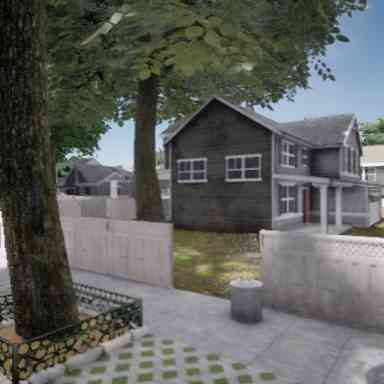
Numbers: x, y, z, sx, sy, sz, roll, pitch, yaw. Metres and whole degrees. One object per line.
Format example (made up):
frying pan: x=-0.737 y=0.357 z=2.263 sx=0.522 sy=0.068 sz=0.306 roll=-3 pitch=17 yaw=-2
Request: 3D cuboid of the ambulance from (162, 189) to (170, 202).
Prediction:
ambulance: x=-1.942 y=0.815 z=46.220 sx=2.351 sy=2.431 sz=6.366 roll=0 pitch=0 yaw=35
